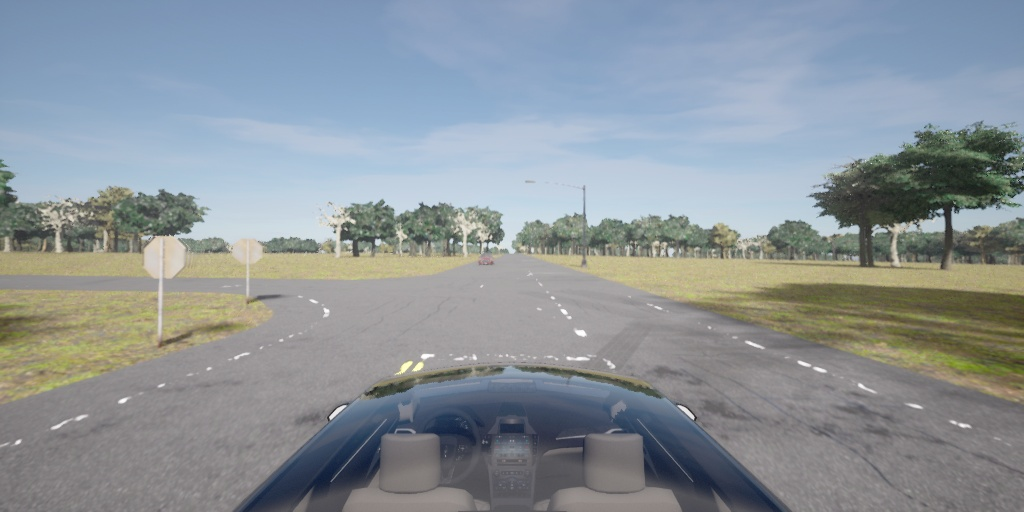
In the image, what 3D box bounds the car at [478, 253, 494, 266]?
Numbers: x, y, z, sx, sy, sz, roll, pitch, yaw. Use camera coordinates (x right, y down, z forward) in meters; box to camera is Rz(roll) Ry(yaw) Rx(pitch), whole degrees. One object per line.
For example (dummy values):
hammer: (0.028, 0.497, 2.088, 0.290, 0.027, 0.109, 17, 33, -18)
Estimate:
car: (-3.608, 0.396, 50.699, 2.097, 1.767, 4.553, 0, 1, 0)
